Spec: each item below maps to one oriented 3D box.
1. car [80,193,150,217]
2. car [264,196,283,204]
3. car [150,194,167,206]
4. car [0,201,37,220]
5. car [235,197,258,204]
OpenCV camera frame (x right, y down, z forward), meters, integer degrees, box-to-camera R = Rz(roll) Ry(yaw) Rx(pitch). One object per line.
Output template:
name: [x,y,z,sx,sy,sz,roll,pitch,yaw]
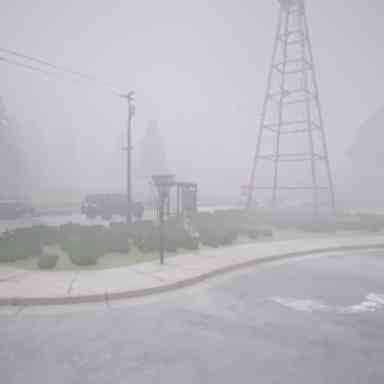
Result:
car: [-6.369,1.126,27.096,2.150,2.045,5.566,0,0,36]
car: [13.391,1.430,54.492,1.812,1.442,4.674,0,0,36]
car: [-4.072,1.043,36.263,1.837,1.490,4.892,0,0,36]
car: [-13.507,1.393,23.344,1.837,1.490,4.892,0,0,36]
car: [7.725,1.431,46.552,1.812,1.442,4.674,0,0,36]
